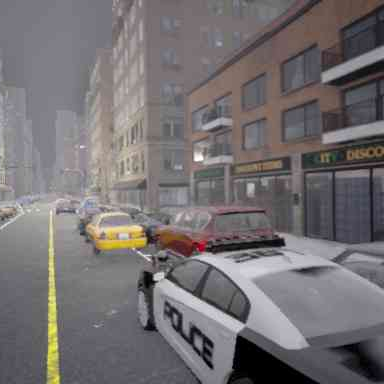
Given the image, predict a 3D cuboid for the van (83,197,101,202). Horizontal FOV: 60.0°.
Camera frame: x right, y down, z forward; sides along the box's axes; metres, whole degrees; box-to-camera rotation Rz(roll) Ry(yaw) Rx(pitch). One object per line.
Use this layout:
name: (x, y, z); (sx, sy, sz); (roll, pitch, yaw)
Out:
van: (-10.706, 1.449, 35.762); (1.690, 1.788, 3.998); (-1, 0, -23)

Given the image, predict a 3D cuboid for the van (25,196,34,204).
van: (-38.015, 1.768, 78.041); (1.690, 1.788, 3.998); (-1, 0, -23)

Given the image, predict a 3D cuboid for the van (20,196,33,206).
van: (-31.438, 1.710, 62.627); (1.690, 1.788, 3.998); (-1, 0, -23)

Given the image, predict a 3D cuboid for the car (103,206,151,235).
car: (-4.027, 1.596, 20.118); (1.947, 1.339, 4.313); (-1, 0, -23)

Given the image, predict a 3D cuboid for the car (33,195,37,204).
car: (-35.823, 1.724, 72.903); (2.192, 1.841, 5.009); (-1, 0, -23)

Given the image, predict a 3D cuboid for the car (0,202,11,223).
car: (-16.245, 1.742, 27.031); (1.752, 1.417, 4.829); (-1, 0, -23)

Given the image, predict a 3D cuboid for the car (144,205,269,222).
car: (0.419, 1.288, 9.689); (2.192, 1.841, 5.009); (-1, 0, -23)

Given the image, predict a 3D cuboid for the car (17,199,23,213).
car: (-20.761, 1.814, 37.614); (2.008, 1.369, 4.403); (-1, 0, -23)

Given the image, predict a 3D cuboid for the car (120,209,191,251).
car: (-1.802, 1.567, 14.905); (1.947, 1.339, 4.313); (-1, 0, -23)

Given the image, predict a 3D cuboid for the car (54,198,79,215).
car: (-13.892, 1.721, 36.458); (1.994, 1.385, 4.181); (-1, 0, -23)

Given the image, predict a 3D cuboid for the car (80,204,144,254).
car: (-3.334, 1.484, 13.699); (1.801, 1.575, 5.366); (-1, 0, -23)

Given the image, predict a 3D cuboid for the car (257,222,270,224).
car: (2.646, 1.385, 4.475); (1.967, 1.590, 4.097); (-1, 0, -23)

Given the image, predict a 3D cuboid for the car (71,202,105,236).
car: (-5.615, 1.562, 19.042); (1.837, 1.490, 4.892); (-1, 0, -23)

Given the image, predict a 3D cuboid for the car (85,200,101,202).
car: (-8.476, 1.666, 30.547); (1.802, 1.307, 4.206); (-1, 0, -23)

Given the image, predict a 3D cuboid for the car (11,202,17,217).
car: (-18.470, 1.765, 32.246); (1.752, 1.417, 4.829); (-1, 0, -23)

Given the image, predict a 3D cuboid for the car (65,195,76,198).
car: (-23.603, 1.676, 65.990); (1.967, 1.590, 4.097); (-1, 0, -23)

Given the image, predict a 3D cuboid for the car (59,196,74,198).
car: (-17.431, 1.670, 44.730); (1.882, 1.535, 5.008); (-1, 0, -23)

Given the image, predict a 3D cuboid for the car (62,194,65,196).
car: (-27.989, 1.591, 76.263); (2.192, 1.841, 5.009); (-1, 0, -23)

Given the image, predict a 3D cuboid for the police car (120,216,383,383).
police car: (0.636, 1.403, 4.418); (1.930, 1.638, 5.238); (-1, 0, -24)
